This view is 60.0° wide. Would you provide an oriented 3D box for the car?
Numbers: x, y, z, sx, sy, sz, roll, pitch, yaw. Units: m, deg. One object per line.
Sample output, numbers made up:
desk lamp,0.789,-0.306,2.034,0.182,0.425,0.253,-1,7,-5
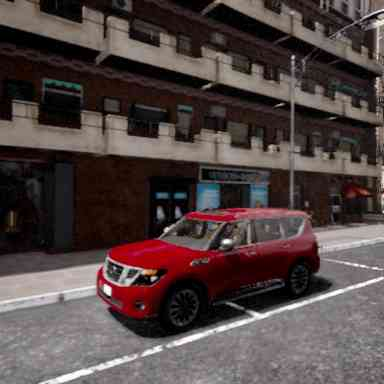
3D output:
car,0.645,1.310,7.003,5.009,1.841,2.192,0,1,-36
